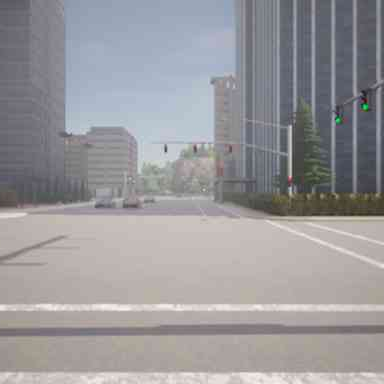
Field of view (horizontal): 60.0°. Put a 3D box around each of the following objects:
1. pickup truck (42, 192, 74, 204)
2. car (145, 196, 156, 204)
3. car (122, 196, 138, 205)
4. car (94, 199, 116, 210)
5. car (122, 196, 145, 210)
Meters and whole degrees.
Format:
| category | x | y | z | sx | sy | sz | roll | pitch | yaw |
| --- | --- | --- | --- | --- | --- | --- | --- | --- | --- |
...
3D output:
| category | x | y | z | sx | sy | sz | roll | pitch | yaw |
| --- | --- | --- | --- | --- | --- | --- | --- | --- | --- |
| pickup truck | -24.448 | 1.032 | 60.213 | 2.390 | 2.098 | 6.274 | 0 | 0 | 30 |
| car | -7.898 | 1.497 | 62.837 | 1.812 | 1.442 | 4.674 | 0 | 0 | 0 |
| car | -11.393 | 1.519 | 61.829 | 2.033 | 1.411 | 5.357 | 0 | 0 | 0 |
| car | -11.243 | 1.544 | 43.212 | 1.994 | 1.385 | 4.181 | 0 | 0 | -1 |
| car | -7.744 | 1.458 | 43.171 | 1.882 | 1.535 | 5.008 | 0 | 0 | -1 |
